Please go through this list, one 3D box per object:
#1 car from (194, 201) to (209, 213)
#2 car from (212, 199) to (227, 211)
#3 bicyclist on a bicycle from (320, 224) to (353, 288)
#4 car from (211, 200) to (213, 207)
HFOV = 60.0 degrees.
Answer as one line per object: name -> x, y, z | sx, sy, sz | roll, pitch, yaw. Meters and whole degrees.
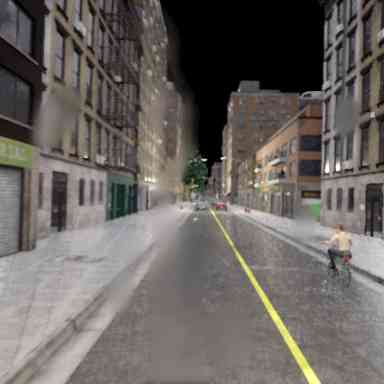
car -> 1.371, 2.112, 47.676 | 1.837, 1.490, 4.892 | 2, -1, 2
car -> 4.808, 2.318, 55.267 | 1.812, 1.442, 4.674 | 2, 0, 2
bicyclist on a bicycle -> 3.987, 1.662, 9.031 | 0.866, 1.612, 1.509 | 2, -1, 2
car -> 5.379, 2.400, 75.576 | 2.097, 1.767, 4.553 | 2, -1, 2
